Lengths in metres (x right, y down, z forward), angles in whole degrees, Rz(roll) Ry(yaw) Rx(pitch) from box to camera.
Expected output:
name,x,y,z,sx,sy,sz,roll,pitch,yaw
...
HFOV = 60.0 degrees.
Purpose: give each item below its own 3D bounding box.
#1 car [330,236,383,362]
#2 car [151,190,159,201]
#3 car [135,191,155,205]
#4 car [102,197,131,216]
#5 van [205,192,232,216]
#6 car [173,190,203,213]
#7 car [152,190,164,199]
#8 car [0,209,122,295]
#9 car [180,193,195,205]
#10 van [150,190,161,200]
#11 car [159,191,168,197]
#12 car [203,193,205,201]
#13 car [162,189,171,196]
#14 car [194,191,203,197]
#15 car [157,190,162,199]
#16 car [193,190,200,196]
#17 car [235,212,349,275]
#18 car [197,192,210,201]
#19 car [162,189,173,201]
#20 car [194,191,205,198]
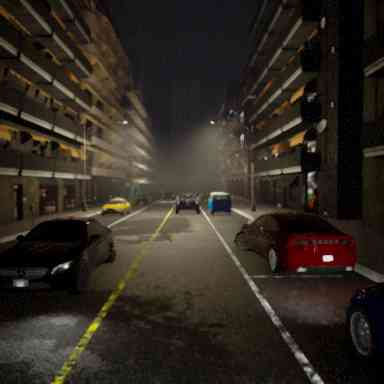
name,x,y,z,sx,sy,sz,roll,pitch,yaw
car,3.108,1.478,2.799,1.812,1.442,4.674,0,1,-1
car,-6.466,0.854,49.424,1.887,1.381,4.507,-1,1,-1
car,-6.380,0.953,43.902,1.947,1.339,4.313,-1,1,-1
car,-6.120,1.146,27.165,1.752,1.417,4.829,-1,1,-1
van,2.256,0.944,27.451,1.690,1.788,3.998,-1,1,-1
car,-0.386,0.921,30.139,2.097,1.767,4.553,0,1,-1
car,-6.726,0.521,65.990,1.967,1.590,4.097,-1,1,-1
car,-3.229,1.407,8.518,1.812,1.442,4.674,0,1,-1
car,-0.608,0.932,44.577,1.994,1.385,4.181,0,1,-1
van,-6.641,0.498,60.466,1.690,1.788,3.998,-1,1,-1
car,-6.983,0.420,82.559,1.947,1.339,4.313,-1,1,-1
car,1.914,0.845,49.541,2.008,1.369,4.403,-1,1,-1
car,-7.158,0.019,93.599,2.192,1.841,5.009,-1,1,-1
car,1.480,0.437,77.323,1.752,1.417,4.829,-1,1,-1
car,-6.553,0.778,54.947,1.887,1.381,4.507,-1,1,-1
car,1.225,0.234,93.719,1.887,1.381,4.507,-1,1,-1
car,2.845,1.326,10.087,1.882,1.535,5.008,0,1,-6
car,1.828,0.768,55.064,2.008,1.369,4.403,-1,1,-1
car,-3.897,0.573,55.432,2.097,1.767,4.553,0,1,0
car,1.569,0.540,71.631,2.008,1.369,4.403,-1,1,-1
